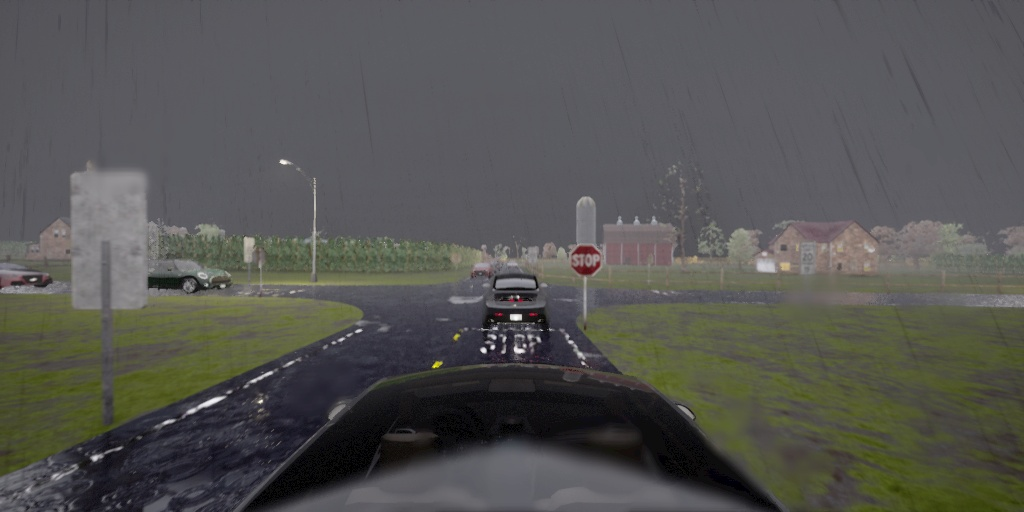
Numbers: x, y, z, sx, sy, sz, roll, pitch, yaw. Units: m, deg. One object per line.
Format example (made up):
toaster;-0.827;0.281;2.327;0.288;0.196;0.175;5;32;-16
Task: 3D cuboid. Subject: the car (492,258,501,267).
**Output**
car;-2.841;1.393;45.178;2.128;1.511;4.902;0;0;0

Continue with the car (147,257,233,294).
car;-17.178;0.939;18.542;4.553;1.767;2.097;1;0;0

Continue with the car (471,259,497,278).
car;-2.865;1.340;35.140;1.882;1.535;5.008;0;0;1

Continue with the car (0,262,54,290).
car;-26.704;1.009;18.513;4.181;1.385;1.994;1;0;0

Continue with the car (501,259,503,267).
car;-2.829;1.509;55.389;1.994;1.385;4.181;0;0;0

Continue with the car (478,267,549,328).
car;0.101;1.285;11.441;1.837;1.490;4.892;0;0;0
